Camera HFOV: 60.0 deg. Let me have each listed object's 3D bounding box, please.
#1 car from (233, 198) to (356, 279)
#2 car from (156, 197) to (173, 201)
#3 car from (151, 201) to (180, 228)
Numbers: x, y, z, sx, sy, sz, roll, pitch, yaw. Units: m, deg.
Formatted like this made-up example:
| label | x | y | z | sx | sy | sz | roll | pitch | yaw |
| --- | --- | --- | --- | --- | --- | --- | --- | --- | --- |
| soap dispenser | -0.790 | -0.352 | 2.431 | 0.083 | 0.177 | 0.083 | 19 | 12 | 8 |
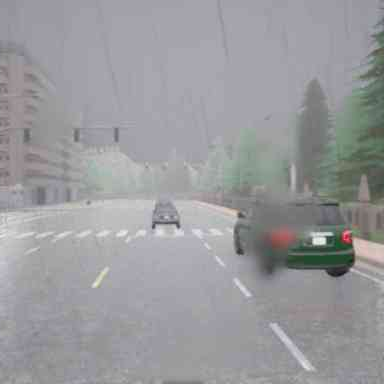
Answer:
| label | x | y | z | sx | sy | sz | roll | pitch | yaw |
| --- | --- | --- | --- | --- | --- | --- | --- | --- | --- |
| car | 2.740 | 1.207 | 10.243 | 2.150 | 2.045 | 5.566 | 0 | 0 | -3 |
| car | -3.424 | 1.417 | 41.225 | 2.097 | 1.767 | 4.553 | 0 | 0 | -5 |
| car | -1.770 | 1.583 | 22.503 | 2.033 | 1.411 | 5.357 | 0 | 0 | -5 |
